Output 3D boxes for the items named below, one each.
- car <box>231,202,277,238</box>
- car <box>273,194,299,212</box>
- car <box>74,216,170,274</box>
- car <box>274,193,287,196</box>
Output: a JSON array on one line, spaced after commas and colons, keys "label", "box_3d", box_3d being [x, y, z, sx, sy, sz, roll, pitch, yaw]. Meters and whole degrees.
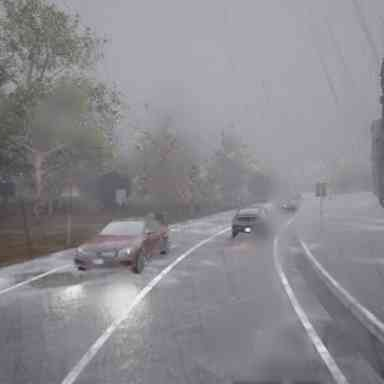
[{"label": "car", "box_3d": [3.362, 1.528, 18.073, 1.837, 1.490, 4.892, -2, 0, 17]}, {"label": "car", "box_3d": [9.947, 1.275, 34.631, 1.994, 1.385, 4.181, -2, 1, 23]}, {"label": "car", "box_3d": [-2.031, 1.577, 11.028, 1.812, 1.442, 4.674, -1, 0, 11]}, {"label": "car", "box_3d": [14.028, 0.856, 52.281, 2.128, 1.511, 4.902, -2, 1, 24]}]
